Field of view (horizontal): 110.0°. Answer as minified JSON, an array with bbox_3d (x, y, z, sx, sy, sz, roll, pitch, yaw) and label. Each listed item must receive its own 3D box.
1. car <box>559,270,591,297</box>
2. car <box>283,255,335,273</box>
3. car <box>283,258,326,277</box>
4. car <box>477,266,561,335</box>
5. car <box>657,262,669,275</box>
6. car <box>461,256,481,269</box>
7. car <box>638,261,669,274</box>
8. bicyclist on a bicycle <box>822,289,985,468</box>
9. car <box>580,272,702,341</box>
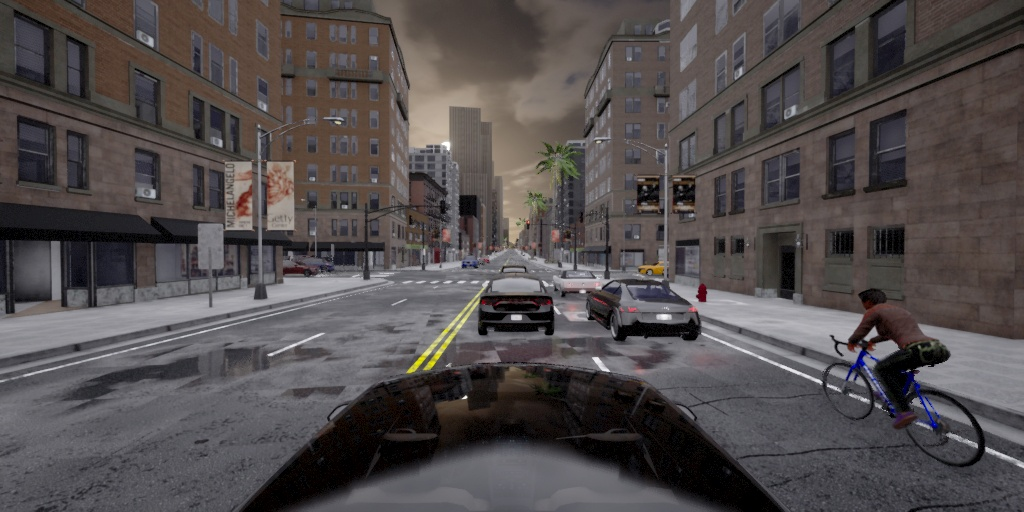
[{"bbox_3d":[3.262,1.346,18.706,1.895,1.301,4.718,0,0,0],"label":"car"},{"bbox_3d":[-20.782,0.925,36.685,4.553,1.767,2.097,0,1,-9],"label":"car"},{"bbox_3d":[-20.432,1.144,33.486,4.674,1.442,1.812,0,1,-9],"label":"car"},{"bbox_3d":[0.105,1.225,10.497,1.882,1.535,5.008,0,0,0],"label":"car"},{"bbox_3d":[16.229,1.509,33.290,4.313,1.339,1.948,0,0,0],"label":"car"},{"bbox_3d":[-6.545,0.959,56.014,2.150,2.045,5.566,0,0,0],"label":"car"},{"bbox_3d":[16.349,1.336,39.234,5.008,1.535,1.882,0,1,0],"label":"car"},{"bbox_3d":[4.147,1.202,3.965,0.582,1.620,1.656,0,0,0],"label":"bicyclist on a bicycle"},{"bbox_3d":[3.344,1.312,9.892,1.994,1.385,4.181,0,0,0],"label":"car"}]
